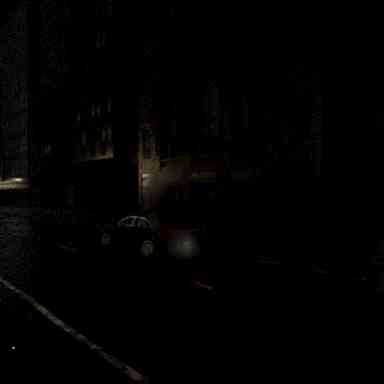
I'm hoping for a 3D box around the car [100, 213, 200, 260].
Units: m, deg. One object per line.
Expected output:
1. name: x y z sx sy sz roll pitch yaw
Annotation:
1. car: -1.845 1.594 13.133 2.128 1.511 4.902 0 0 -44
